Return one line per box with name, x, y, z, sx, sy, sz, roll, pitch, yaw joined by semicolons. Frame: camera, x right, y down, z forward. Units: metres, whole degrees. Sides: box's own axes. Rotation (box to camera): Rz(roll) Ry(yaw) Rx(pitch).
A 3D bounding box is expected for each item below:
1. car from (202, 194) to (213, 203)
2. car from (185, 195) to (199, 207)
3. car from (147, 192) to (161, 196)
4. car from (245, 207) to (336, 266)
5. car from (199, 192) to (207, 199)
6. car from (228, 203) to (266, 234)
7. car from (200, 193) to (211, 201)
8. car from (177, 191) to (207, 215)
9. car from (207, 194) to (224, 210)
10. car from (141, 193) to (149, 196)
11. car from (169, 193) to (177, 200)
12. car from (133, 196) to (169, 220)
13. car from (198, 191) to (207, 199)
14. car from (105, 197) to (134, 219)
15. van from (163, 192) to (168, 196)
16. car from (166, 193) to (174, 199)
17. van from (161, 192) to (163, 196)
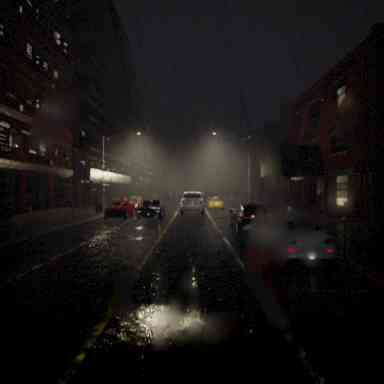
car;2.688;1.116;59.959;1.752;1.417;4.829;0;0;0
car;0.049;1.200;46.272;1.812;1.442;4.674;0;1;0
car;-5.691;1.010;43.170;2.192;1.841;5.009;0;0;0
car;3.148;1.442;11.042;1.812;1.442;4.674;0;0;0
car;2.686;0.907;81.946;1.967;1.590;4.097;0;0;0
car;3.145;1.371;18.042;1.837;1.490;4.892;0;0;0
car;2.688;1.000;65.328;1.967;1.590;4.097;0;0;0
car;0.045;0.997;31.373;2.150;2.045;5.566;0;1;1
car;2.689;1.255;37.803;1.752;1.417;4.829;0;0;0
car;-5.690;1.209;32.092;1.967;1.590;4.097;0;0;0
car;-3.004;0.729;67.018;2.128;1.511;4.902;0;0;0
car;-3.100;1.316;25.945;1.837;1.490;4.892;0;0;0
car;2.686;0.751;87.486;2.192;1.841;5.009;0;0;0
car;-5.690;1.352;26.554;1.887;1.381;4.507;0;0;0
van;-5.693;0.933;59.788;1.690;1.788;3.998;0;0;0
car;-5.695;1.002;87.487;1.947;1.339;4.313;0;0;0
van;-5.691;1.000;48.710;1.690;1.788;3.998;0;0;0
